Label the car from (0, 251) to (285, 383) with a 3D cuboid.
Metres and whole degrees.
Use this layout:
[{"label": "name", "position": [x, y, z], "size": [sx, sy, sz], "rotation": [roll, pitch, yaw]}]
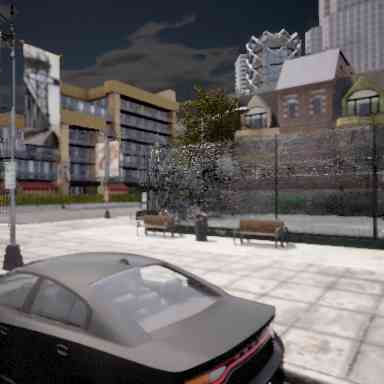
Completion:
[{"label": "car", "position": [-1.425, 1.506, 4.144], "size": [5.008, 1.535, 2.097], "rotation": [-1, 0, 35]}]
